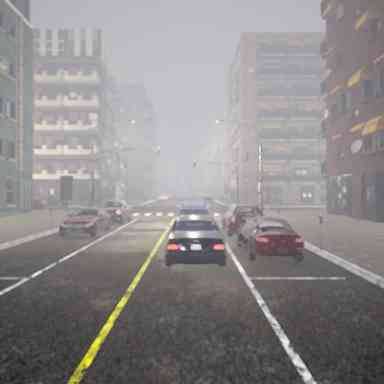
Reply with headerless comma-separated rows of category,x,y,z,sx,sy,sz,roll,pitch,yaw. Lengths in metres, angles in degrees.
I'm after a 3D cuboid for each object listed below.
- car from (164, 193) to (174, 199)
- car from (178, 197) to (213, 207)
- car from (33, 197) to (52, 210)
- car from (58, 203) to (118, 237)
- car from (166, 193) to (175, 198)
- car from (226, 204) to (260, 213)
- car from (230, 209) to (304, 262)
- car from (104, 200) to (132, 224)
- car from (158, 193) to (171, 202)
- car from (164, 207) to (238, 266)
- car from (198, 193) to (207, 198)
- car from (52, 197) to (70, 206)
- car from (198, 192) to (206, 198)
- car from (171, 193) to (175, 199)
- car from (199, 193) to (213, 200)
car,-5.286,0.928,77.796,1.947,1.339,4.313,1,0,0
car,0.098,1.300,21.790,1.882,1.535,5.008,0,0,0
car,-17.553,0.956,34.083,5.009,1.841,2.192,0,0,0
car,-5.307,1.443,17.023,1.802,1.307,4.206,1,0,0
car,-5.284,0.860,83.467,1.887,1.381,4.507,1,0,0
car,2.580,1.301,17.042,1.967,1.590,4.097,1,0,0
car,2.577,1.488,11.494,1.802,1.307,4.206,1,0,0
car,-5.307,1.256,22.571,1.967,1.590,4.097,1,0,0
car,-5.290,1.029,60.613,1.752,1.417,4.829,1,0,0
car,0.103,1.456,11.150,2.033,1.411,5.357,0,0,0
car,2.596,0.860,83.495,1.887,1.381,4.507,1,0,0
car,-17.613,1.240,41.962,4.313,1.339,1.947,0,0,0
car,2.598,0.819,89.165,2.008,1.369,4.403,1,0,0
car,-5.287,0.935,71.955,1.752,1.417,4.829,1,0,0
car,2.589,1.100,55.141,2.008,1.369,4.403,1,0,0
